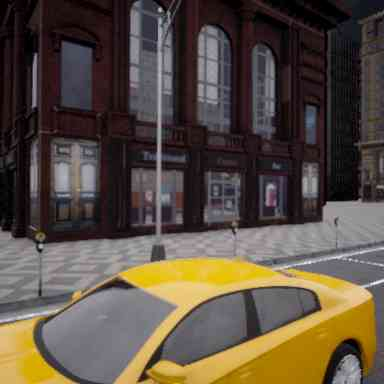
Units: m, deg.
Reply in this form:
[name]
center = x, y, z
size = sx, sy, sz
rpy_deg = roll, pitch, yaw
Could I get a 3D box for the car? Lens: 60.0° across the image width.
[car]
center = -0.149, 1.490, 3.274
size = 5.008, 1.535, 1.882
rpy_deg = 1, 0, -36
